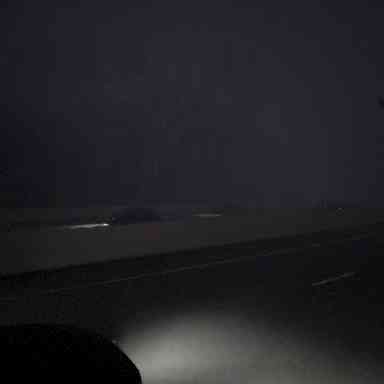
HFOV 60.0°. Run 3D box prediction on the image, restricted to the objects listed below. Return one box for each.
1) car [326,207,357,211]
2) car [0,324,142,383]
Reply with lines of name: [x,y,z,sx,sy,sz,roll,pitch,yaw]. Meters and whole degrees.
car: [16.733,1.813,37.274,1.895,1.301,4.718,-1,-1,44]
car: [-2.601,1.547,1.849,4.892,1.490,1.837,1,0,-36]
